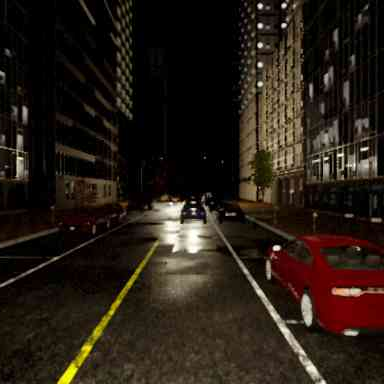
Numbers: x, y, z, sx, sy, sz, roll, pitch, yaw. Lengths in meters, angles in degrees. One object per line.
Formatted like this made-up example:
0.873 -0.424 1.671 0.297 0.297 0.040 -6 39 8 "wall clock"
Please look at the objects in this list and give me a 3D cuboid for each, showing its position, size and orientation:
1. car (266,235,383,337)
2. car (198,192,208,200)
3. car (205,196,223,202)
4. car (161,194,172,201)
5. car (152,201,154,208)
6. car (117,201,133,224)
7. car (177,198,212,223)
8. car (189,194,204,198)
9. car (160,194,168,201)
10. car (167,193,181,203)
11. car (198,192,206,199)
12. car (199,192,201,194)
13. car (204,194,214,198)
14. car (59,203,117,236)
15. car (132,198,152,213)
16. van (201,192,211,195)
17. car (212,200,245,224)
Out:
2.691 1.519 6.661 1.887 1.381 4.507 0 0 0 "car"
2.686 0.930 80.658 2.192 1.841 5.009 0 0 0 "car"
2.688 1.416 35.122 1.947 1.339 4.313 0 0 0 "car"
-5.696 1.197 74.978 2.008 1.369 4.403 0 0 0 "car"
-5.693 1.389 40.822 1.947 1.339 4.313 0 0 0 "car"
-5.691 1.484 23.745 1.802 1.307 4.206 0 0 0 "car"
0.101 1.447 24.344 2.033 1.411 5.357 0 0 0 "car"
0.096 1.367 41.615 2.033 1.411 5.357 0 0 0 "car"
-5.695 1.204 69.115 1.752 1.417 4.829 0 0 0 "car"
-3.041 1.245 61.613 1.812 1.442 4.674 0 0 1 "car"
2.685 0.865 92.043 2.192 1.841 5.009 0 0 0 "car"
2.687 1.179 57.891 1.967 1.590 4.097 0 0 0 "car"
2.687 1.362 46.506 1.947 1.339 4.313 0 0 0 "car"
-5.691 1.471 18.051 1.887 1.381 4.507 0 0 0 "car"
-5.692 1.395 35.129 1.887 1.381 4.507 0 0 0 "car"
2.687 1.109 52.199 1.690 1.788 3.998 0 0 0 "van"
2.689 1.468 23.738 1.947 1.339 4.313 0 0 0 "car"
